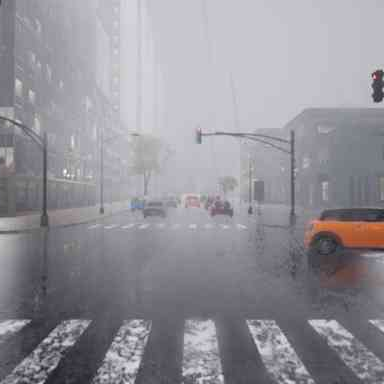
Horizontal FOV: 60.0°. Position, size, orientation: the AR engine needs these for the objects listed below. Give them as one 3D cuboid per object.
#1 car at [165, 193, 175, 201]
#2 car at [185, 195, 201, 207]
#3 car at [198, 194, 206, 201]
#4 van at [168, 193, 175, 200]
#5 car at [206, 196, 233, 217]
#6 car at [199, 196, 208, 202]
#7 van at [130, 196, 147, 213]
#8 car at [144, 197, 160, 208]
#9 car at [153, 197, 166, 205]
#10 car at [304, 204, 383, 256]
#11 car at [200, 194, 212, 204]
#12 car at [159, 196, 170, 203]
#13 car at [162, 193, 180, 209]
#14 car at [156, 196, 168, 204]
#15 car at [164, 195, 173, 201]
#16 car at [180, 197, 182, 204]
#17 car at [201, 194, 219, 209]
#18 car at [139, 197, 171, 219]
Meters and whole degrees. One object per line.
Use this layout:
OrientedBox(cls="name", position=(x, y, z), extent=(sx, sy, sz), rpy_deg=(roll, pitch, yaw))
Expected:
OrientedBox(cls="car", position=(-5.752, 1.308, 87.739), extent=(2.192, 1.841, 5.009), rpy_deg=(1, 0, 0))
OrientedBox(cls="car", position=(0.055, 1.350, 50.364), extent=(2.097, 1.767, 4.553), rpy_deg=(0, 0, 0))
OrientedBox(cls="car", position=(2.625, 1.433, 87.785), extent=(1.967, 1.590, 4.097), rpy_deg=(1, 0, 0))
OrientedBox(cls="van", position=(-5.758, 1.334, 93.412), extent=(1.690, 1.788, 3.998), rpy_deg=(1, 0, 0))
OrientedBox(cls="car", position=(2.677, 1.440, 31.045), extent=(1.967, 1.590, 4.097), rpy_deg=(1, 0, 0))
OrientedBox(cls="car", position=(2.633, 1.560, 76.437), extent=(1.947, 1.339, 4.313), rpy_deg=(1, 0, 0))
OrientedBox(cls="van", position=(-5.706, 1.340, 36.673), extent=(1.690, 1.788, 3.998), rpy_deg=(1, 0, 0))
OrientedBox(cls="car", position=(-5.720, 1.523, 47.851), extent=(1.752, 1.417, 4.829), rpy_deg=(1, 0, 0))
OrientedBox(cls="car", position=(-5.731, 1.579, 59.369), extent=(1.802, 1.307, 4.206), rpy_deg=(1, 0, 0))
OrientedBox(cls="car", position=(6.480, 1.300, 12.090), extent=(4.553, 1.767, 2.097), rpy_deg=(-1, -1, 17))
OrientedBox(cls="car", position=(2.648, 1.311, 65.089), extent=(2.192, 1.841, 5.009), rpy_deg=(1, 0, 0))
OrientedBox(cls="car", position=(-5.742, 1.561, 70.716), extent=(1.947, 1.339, 4.313), rpy_deg=(1, 0, 0))
OrientedBox(cls="car", position=(-3.133, 1.350, 45.935), extent=(2.097, 1.767, 4.553), rpy_deg=(0, 0, 0))
OrientedBox(cls="car", position=(-5.736, 1.562, 65.043), extent=(1.947, 1.339, 4.313), rpy_deg=(1, 0, 0))
OrientedBox(cls="car", position=(-5.752, 1.545, 82.064), extent=(2.008, 1.369, 4.403), rpy_deg=(1, 0, 0))
OrientedBox(cls="car", position=(-3.059, 1.368, 64.082), extent=(2.097, 1.767, 4.553), rpy_deg=(0, 0, 0))
OrientedBox(cls="car", position=(2.669, 1.314, 42.393), extent=(2.192, 1.841, 5.009), rpy_deg=(1, 0, 0))
OrientedBox(cls="car", position=(-3.126, 1.504, 29.086), extent=(1.837, 1.490, 4.892), rpy_deg=(0, 0, 0))
